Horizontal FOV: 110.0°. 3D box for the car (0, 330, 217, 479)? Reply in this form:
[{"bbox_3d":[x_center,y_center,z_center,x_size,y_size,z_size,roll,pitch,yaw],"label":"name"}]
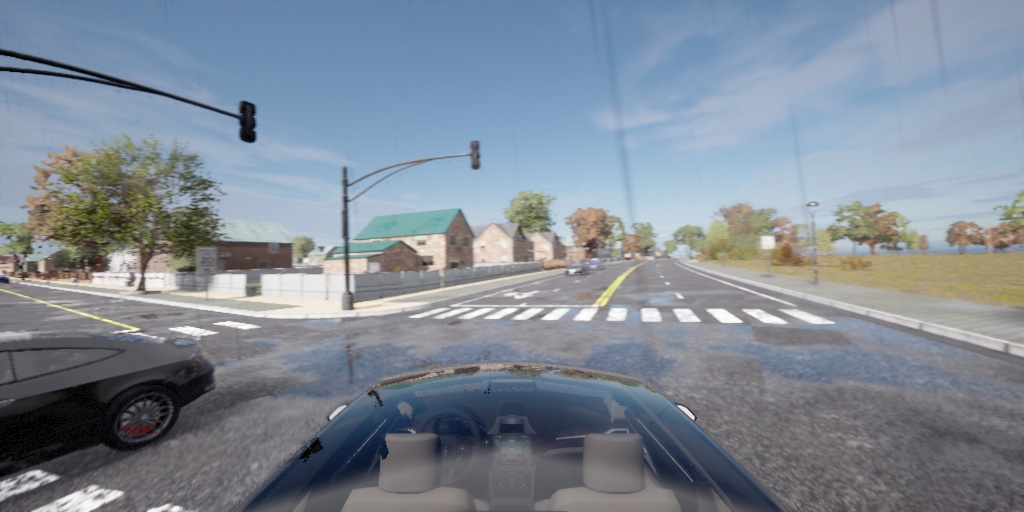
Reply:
[{"bbox_3d":[-5.493,1.532,3.197,1.812,1.442,4.674,-3,-1,18],"label":"car"}]

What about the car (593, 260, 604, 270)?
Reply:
[{"bbox_3d":[11.994,1.279,51.324,1.812,1.442,4.674,-3,-1,21],"label":"car"}]

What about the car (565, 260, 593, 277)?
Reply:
[{"bbox_3d":[6.862,1.333,38.013,2.128,1.511,4.902,-3,-1,21],"label":"car"}]
